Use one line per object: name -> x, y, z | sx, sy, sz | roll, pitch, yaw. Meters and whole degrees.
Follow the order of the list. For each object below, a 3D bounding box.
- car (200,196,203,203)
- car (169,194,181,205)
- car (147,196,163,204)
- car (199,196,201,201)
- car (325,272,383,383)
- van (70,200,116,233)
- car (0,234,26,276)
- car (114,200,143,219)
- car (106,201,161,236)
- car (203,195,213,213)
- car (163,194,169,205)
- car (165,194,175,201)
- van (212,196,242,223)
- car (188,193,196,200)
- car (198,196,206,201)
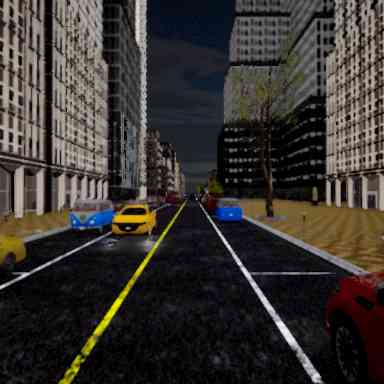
car -> 2.680, 1.608, 53.386 | 1.802, 1.307, 4.206 | 0, 0, 0
car -> -3.038, 1.511, 60.081 | 1.882, 1.535, 5.008 | 0, 0, 1
car -> -5.683, 1.572, 47.724 | 2.008, 1.369, 4.403 | 0, 0, 0
car -> 3.004, 1.502, 72.152 | 1.801, 1.575, 5.366 | 0, 0, 0
car -> 2.701, 1.315, 2.185 | 2.192, 1.841, 5.009 | 0, 0, 0
van -> -5.683, 1.345, 19.278 | 1.690, 1.788, 3.998 | 0, 0, 0
car -> -5.685, 1.527, 7.730 | 1.752, 1.417, 4.829 | 0, 0, 0
car -> -5.684, 1.534, 30.486 | 1.752, 1.417, 4.829 | 0, 0, 0
car -> -3.099, 1.481, 18.623 | 1.882, 1.535, 5.008 | 0, 0, 0
car -> 2.708, 1.327, 36.319 | 2.192, 1.841, 5.009 | 0, 0, 0
car -> -5.682, 1.473, 59.101 | 1.967, 1.590, 4.097 | 0, 0, 0
car -> -5.680, 1.384, 87.547 | 2.192, 1.841, 5.009 | 0, 0, 0
van -> 2.705, 1.347, 24.941 | 1.690, 1.788, 3.998 | 0, 0, 0
car -> 0.005, 1.379, 85.531 | 1.837, 1.490, 4.892 | 0, 0, 0
car -> 2.666, 1.634, 87.520 | 1.947, 1.339, 4.313 | 0, 0, 0
